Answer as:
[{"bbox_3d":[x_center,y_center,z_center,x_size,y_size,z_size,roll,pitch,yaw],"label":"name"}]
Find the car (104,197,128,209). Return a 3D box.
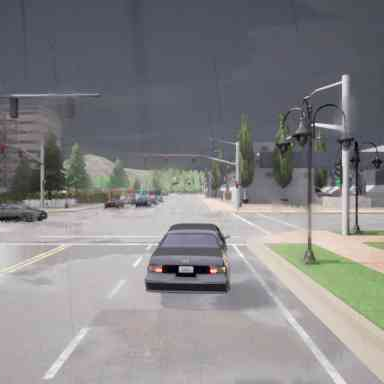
[{"bbox_3d":[-10.572,1.601,45.531,1.895,1.301,4.718,0,0,0],"label":"car"}]

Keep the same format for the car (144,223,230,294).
[{"bbox_3d":[0.059,1.547,8.951,2.033,1.411,5.357,0,0,4],"label":"car"}]

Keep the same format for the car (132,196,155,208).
[{"bbox_3d":[-7.064,1.601,48.797,1.895,1.301,4.718,0,0,0],"label":"car"}]

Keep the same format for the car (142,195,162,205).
[{"bbox_3d":[-7.051,1.547,58.517,2.033,1.411,5.357,0,0,0],"label":"car"}]

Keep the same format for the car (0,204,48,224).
[{"bbox_3d":[-12.983,1.564,24.626,4.181,1.385,1.994,0,0,1],"label":"car"}]

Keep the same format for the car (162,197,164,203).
[{"bbox_3d":[-6.972,1.511,69.116,2.128,1.511,4.902,0,0,0],"label":"car"}]

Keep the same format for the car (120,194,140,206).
[{"bbox_3d":[-10.563,1.491,55.471,2.128,1.511,4.902,0,0,0],"label":"car"}]

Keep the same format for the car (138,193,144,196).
[{"bbox_3d":[-10.471,1.540,70.696,2.033,1.411,5.357,0,0,0],"label":"car"}]
